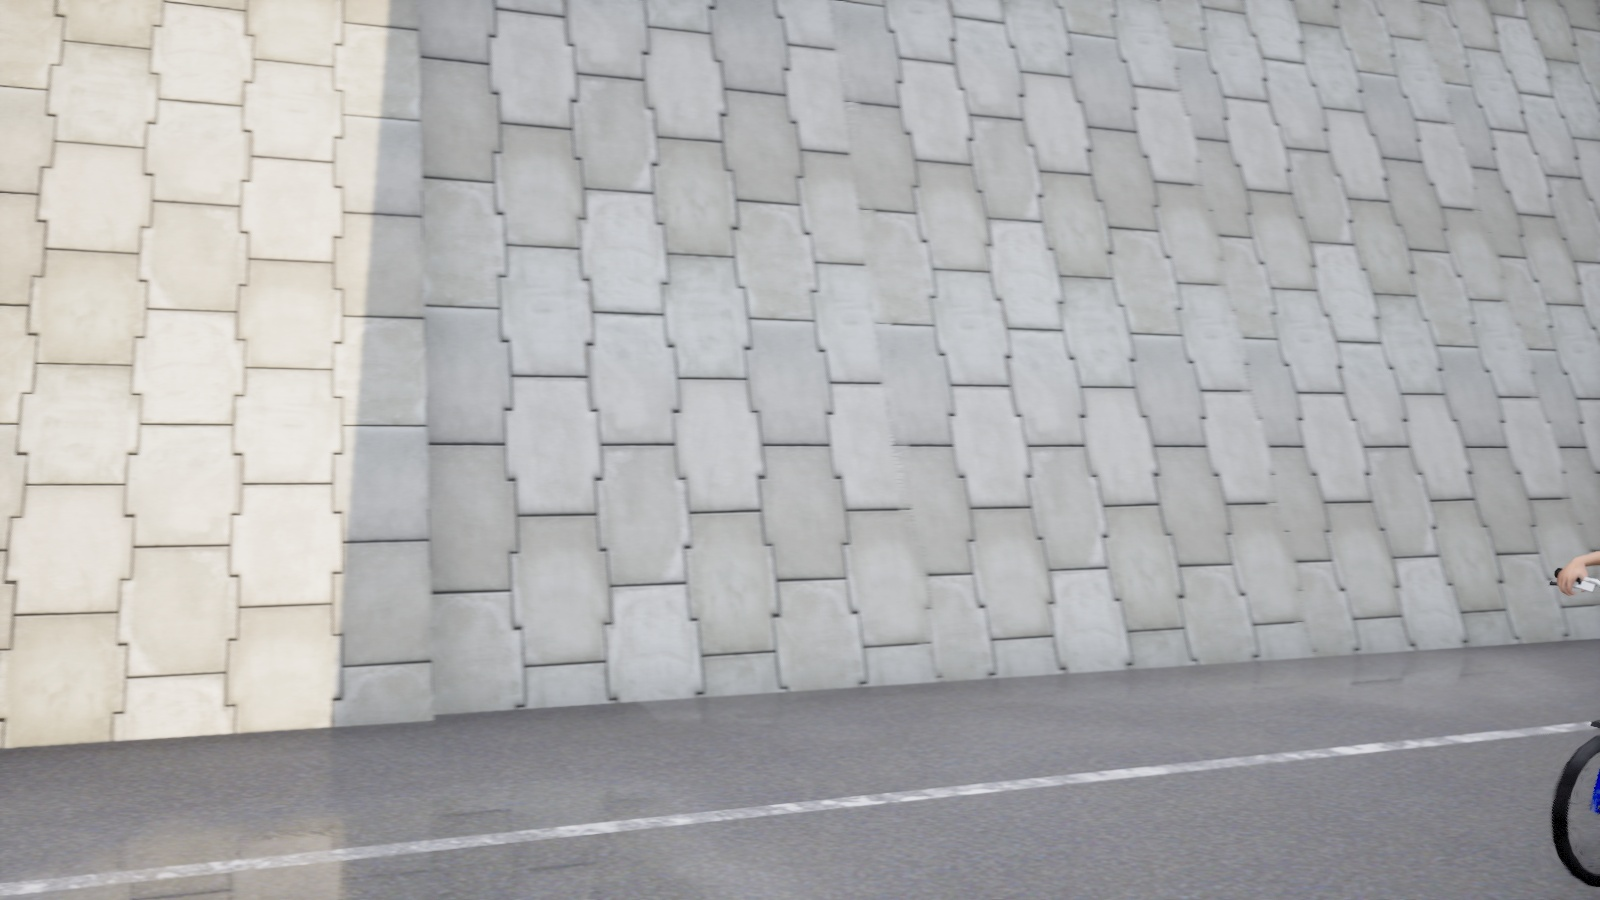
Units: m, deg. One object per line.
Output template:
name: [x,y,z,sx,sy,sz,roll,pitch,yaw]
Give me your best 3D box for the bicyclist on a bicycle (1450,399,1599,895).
bicyclist on a bicycle: [3.245,0.627,4.465,1.509,1.612,0.866,-1,1,-21]
